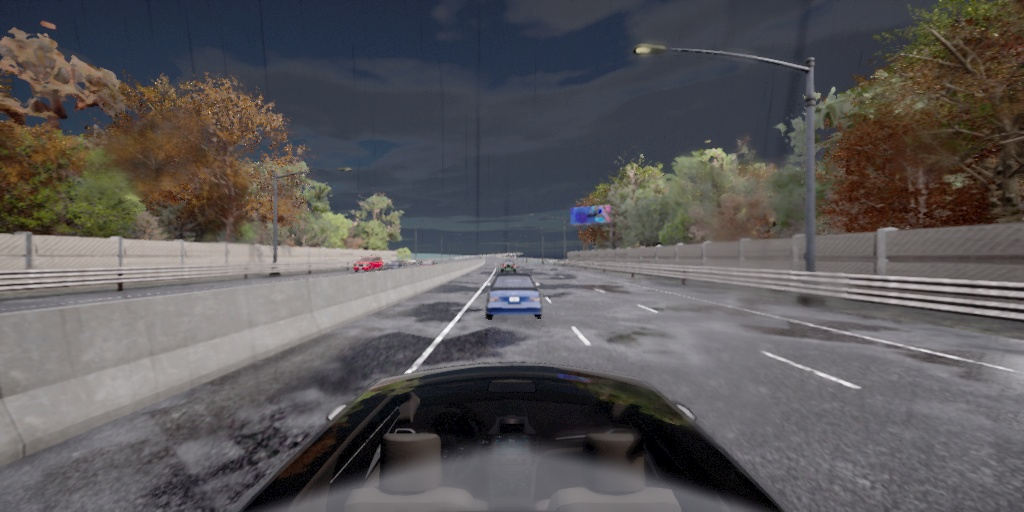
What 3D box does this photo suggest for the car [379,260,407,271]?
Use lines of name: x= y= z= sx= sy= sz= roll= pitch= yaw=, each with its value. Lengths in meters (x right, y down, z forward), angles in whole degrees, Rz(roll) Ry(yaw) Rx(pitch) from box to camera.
car: x=-14.649 y=1.403 z=45.067 sx=1.994 sy=1.385 sz=4.181 roll=0 pitch=0 yaw=-1

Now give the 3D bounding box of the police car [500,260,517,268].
police car: x=-0.458 y=1.342 z=44.799 sx=2.038 sy=1.542 sz=4.974 roll=0 pitch=0 yaw=-1

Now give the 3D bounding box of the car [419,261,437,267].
car: x=-11.217 y=1.368 z=48.059 sx=1.812 sy=1.442 sz=4.674 roll=0 pitch=0 yaw=-1

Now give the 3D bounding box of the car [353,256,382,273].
car: x=-18.165 y=1.062 z=45.626 sx=2.150 sy=2.045 sz=5.566 roll=0 pitch=0 yaw=-1

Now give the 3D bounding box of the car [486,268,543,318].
car: x=0.050 y=1.320 z=13.012 sx=2.033 sy=1.411 sz=5.357 roll=0 pitch=0 yaw=0
